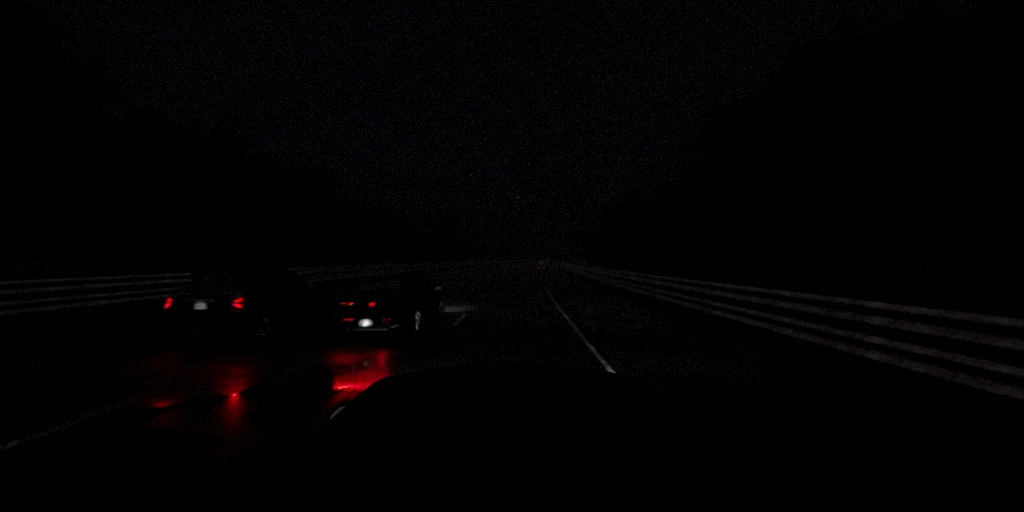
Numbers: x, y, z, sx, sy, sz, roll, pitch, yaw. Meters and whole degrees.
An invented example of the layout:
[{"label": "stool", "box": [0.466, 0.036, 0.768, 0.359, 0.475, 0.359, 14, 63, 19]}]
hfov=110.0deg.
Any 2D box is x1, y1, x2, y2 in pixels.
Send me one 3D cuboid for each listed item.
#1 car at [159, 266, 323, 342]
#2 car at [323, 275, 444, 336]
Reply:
[{"label": "car", "box": [-6.812, 1.124, 10.000, 2.097, 1.767, 4.553, 0, 0, 1]}, {"label": "car", "box": [-3.306, 1.297, 10.617, 1.837, 1.490, 4.892, 0, 0, 1]}]
